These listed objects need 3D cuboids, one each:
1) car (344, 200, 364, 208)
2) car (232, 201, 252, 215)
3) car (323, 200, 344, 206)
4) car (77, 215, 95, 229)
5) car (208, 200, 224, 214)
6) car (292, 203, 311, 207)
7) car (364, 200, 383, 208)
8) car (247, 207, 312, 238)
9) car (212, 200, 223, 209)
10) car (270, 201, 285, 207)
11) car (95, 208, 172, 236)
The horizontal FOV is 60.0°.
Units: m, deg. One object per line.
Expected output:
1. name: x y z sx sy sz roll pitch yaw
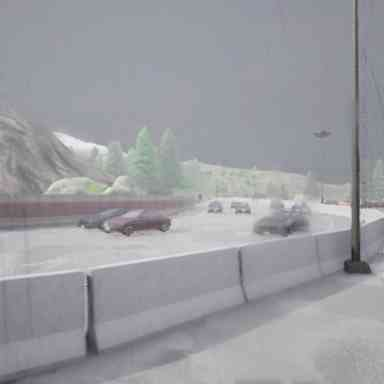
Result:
1. car: 29.342 2.249 61.461 2.097 1.767 4.553 0 -1 4
2. car: 6.471 2.074 41.991 2.128 1.511 4.902 0 -1 7
3. car: 25.852 2.281 61.732 2.097 1.767 4.553 0 -1 4
4. car: -5.177 1.840 23.157 2.033 1.411 5.357 0 -1 42
5. car: 3.214 2.090 44.077 2.128 1.511 4.902 0 -1 7
6. car: 13.323 2.081 40.607 2.128 1.511 4.902 0 -1 8
7. car: 32.833 2.264 61.220 1.812 1.442 4.674 0 -1 4
8. car: 5.599 1.837 20.073 2.033 1.411 5.357 0 -1 36
9. car: 4.632 2.318 60.335 1.837 1.490 4.892 0 -1 5
10. car: 15.031 2.305 58.526 1.882 1.535 5.008 0 -1 5
11. car: -3.200 1.787 20.328 1.812 1.442 4.674 0 -1 41
